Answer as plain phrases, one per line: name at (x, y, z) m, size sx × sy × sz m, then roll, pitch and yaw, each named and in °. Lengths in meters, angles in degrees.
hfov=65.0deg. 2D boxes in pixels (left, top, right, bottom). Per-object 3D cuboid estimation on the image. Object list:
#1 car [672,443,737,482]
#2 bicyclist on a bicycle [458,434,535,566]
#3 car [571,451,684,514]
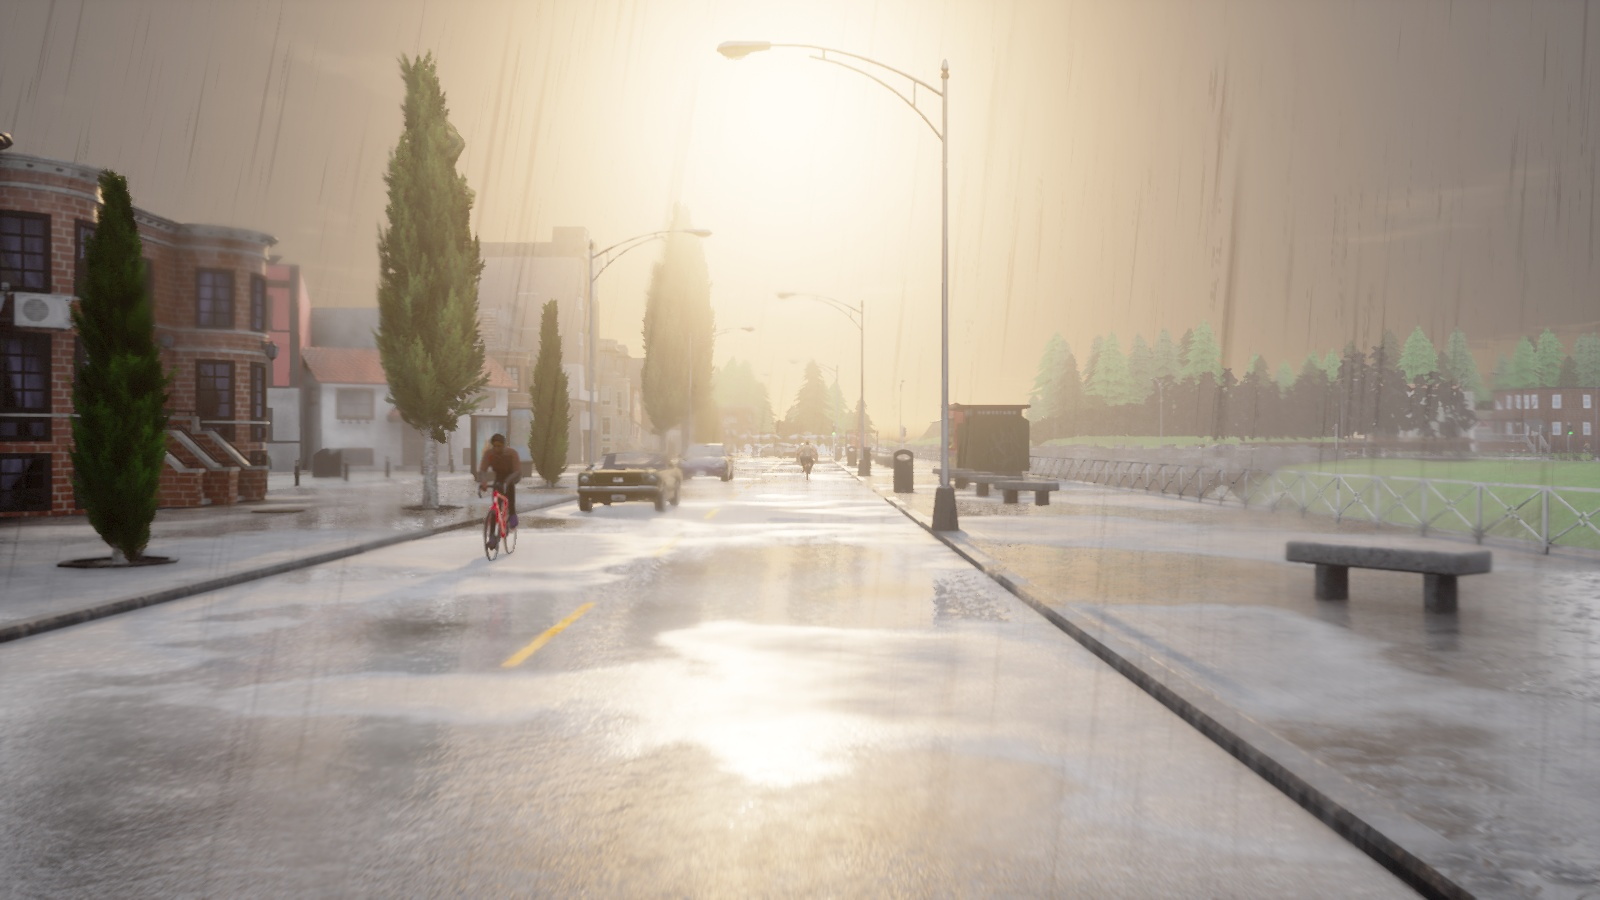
car at (-3.709, 0.464, 49.629) m, size 2.163 × 1.488 × 4.792 m, roll 0°, pitch 0°, yaw 0°
bicyclist on a bicycle at (-3.894, 0.605, 16.203) m, size 0.582 × 1.620 × 1.656 m, roll 0°, pitch 1°, yaw 0°
car at (-3.826, 0.683, 28.597) m, size 1.895 × 1.301 × 4.718 m, roll 0°, pitch 0°, yaw 0°
